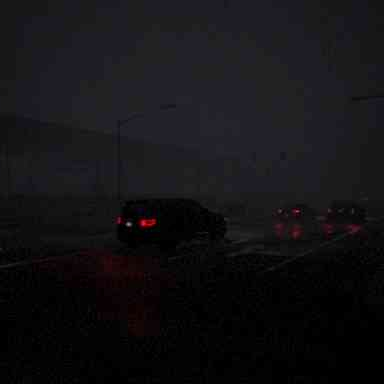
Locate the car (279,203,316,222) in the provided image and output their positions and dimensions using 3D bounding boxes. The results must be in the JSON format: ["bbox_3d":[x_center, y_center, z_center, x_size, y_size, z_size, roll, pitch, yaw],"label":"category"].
[{"bbox_3d":[8.598,1.613,27.139,1.812,1.442,4.674,0,0,37],"label":"car"}]

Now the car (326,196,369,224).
[{"bbox_3d":[12.040,1.417,25.944,2.097,1.767,4.553,0,0,36],"label":"car"}]

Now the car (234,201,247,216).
[{"bbox_3d":[3.653,1.629,32.459,2.128,1.511,4.902,0,0,36],"label":"car"}]

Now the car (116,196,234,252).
[{"bbox_3d":[-0.701,1.295,14.591,2.150,2.045,5.566,0,0,39],"label":"car"}]

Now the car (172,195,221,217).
[{"bbox_3d":[0.577,1.382,34.185,2.150,2.045,5.566,0,-1,36],"label":"car"}]
